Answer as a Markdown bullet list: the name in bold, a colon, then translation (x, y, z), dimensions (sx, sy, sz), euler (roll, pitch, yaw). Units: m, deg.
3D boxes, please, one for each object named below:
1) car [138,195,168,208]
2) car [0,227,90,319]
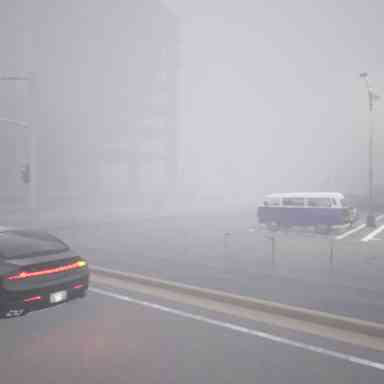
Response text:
- **car**: translation (-5.435, 1.270, 46.453), dimensions (2.097, 1.767, 4.553), euler (0, 0, 35)
- **car**: translation (-4.178, 1.498, 6.940), dimensions (4.892, 1.490, 1.837), euler (0, 0, 36)
